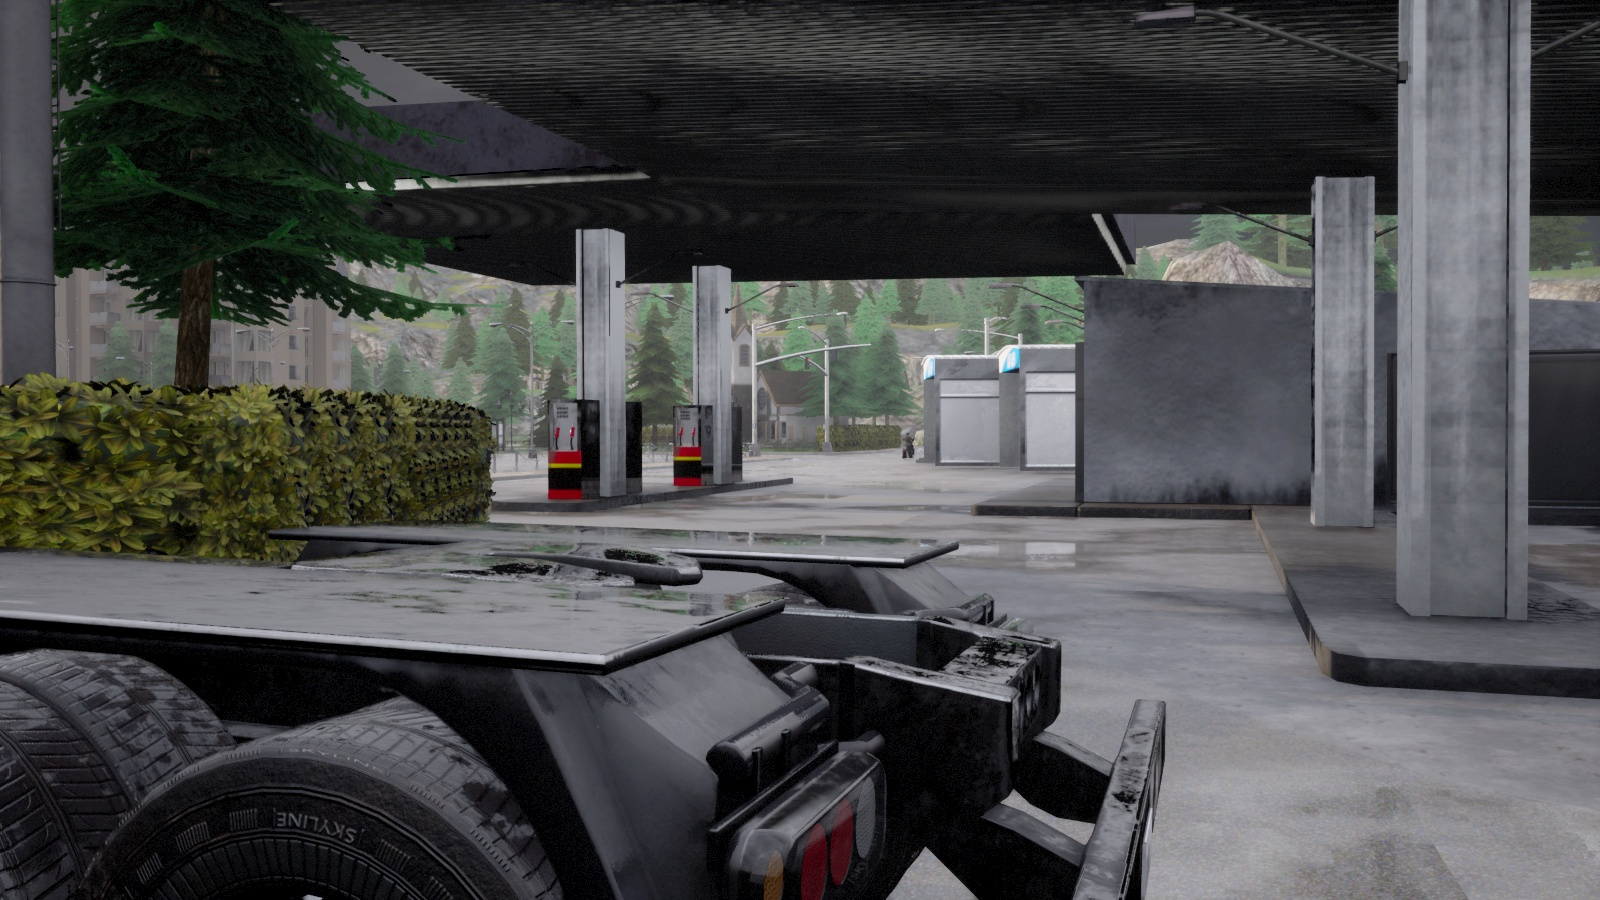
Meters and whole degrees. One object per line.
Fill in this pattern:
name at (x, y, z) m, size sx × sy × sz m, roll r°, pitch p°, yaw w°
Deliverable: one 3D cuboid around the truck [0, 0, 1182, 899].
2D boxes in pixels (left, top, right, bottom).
truck at (-2.955, -0.168, 4.152) m, size 7.936 × 3.462 × 2.891 m, roll 1°, pitch 0°, yaw 18°
